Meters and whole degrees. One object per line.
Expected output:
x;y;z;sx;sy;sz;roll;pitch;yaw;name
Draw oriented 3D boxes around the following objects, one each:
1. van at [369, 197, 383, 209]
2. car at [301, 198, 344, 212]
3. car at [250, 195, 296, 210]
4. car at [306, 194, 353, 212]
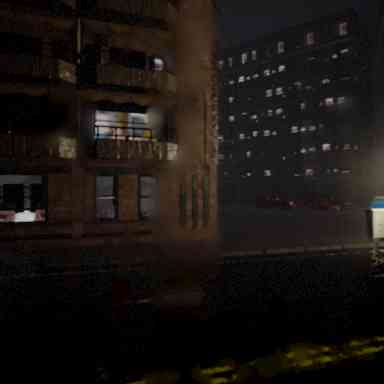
24.634;1.530;41.700;3.998;1.788;1.690;1;-1;39;van
14.922;1.677;38.715;4.206;1.307;1.802;1;-1;39;car
10.523;1.355;42.228;5.009;1.841;2.192;1;-1;39;car
16.564;1.328;40.703;5.566;2.045;2.150;1;0;39;car
